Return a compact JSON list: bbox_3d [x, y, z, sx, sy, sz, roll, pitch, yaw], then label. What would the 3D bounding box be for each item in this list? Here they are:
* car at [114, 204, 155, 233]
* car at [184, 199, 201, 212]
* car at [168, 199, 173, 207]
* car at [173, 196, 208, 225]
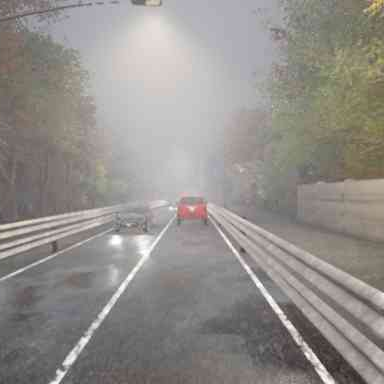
[{"bbox_3d":[-3.355,1.525,20.053,1.837,1.490,4.892,0,0,0],"label":"car"},{"bbox_3d":[0.070,1.734,43.272,2.128,1.511,4.902,0,-1,0],"label":"car"},{"bbox_3d":[-3.296,2.056,61.840,2.128,1.511,4.902,0,-1,1],"label":"car"},{"bbox_3d":[0.027,1.273,24.825,2.150,2.045,5.566,0,0,1],"label":"car"}]
